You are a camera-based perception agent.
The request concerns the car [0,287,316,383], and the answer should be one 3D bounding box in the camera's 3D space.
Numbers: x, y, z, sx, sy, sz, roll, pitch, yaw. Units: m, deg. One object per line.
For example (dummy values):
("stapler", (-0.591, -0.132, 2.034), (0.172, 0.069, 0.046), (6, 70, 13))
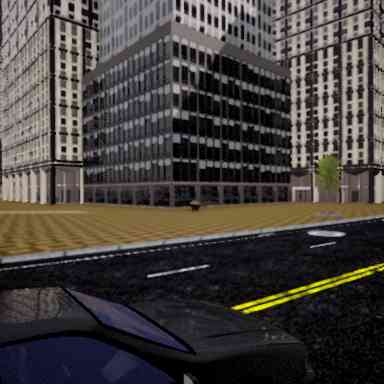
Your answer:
("car", (-1.378, 1.547, 2.478), (5.357, 1.411, 2.033), (0, 0, -36))
